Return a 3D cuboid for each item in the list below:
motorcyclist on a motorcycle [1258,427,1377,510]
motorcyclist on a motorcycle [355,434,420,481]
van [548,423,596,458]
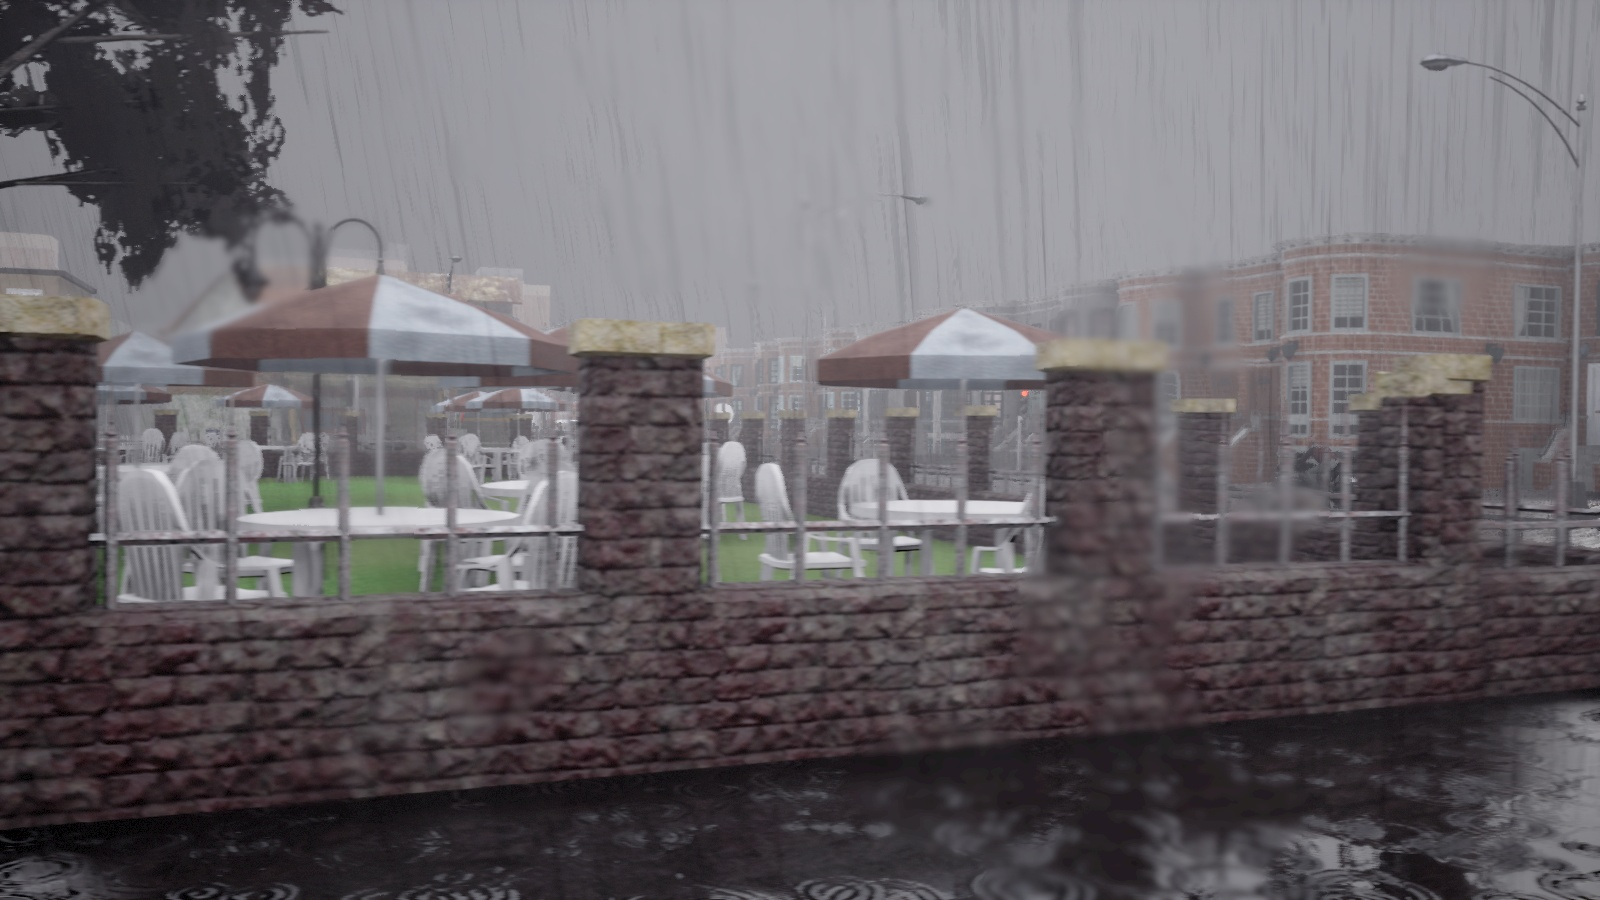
[{"bbox_3d":[10.025,0.327,24.412,0.866,1.530,2.191,-1,1,-21],"label":"motorcyclist on a motorcycle"},{"bbox_3d":[-13.974,0.239,42.575,2.044,1.523,0.797,-1,1,-21],"label":"motorcyclist on a motorcycle"},{"bbox_3d":[-13.920,-0.574,76.610,2.069,2.038,4.480,-1,1,-21],"label":"van"}]
